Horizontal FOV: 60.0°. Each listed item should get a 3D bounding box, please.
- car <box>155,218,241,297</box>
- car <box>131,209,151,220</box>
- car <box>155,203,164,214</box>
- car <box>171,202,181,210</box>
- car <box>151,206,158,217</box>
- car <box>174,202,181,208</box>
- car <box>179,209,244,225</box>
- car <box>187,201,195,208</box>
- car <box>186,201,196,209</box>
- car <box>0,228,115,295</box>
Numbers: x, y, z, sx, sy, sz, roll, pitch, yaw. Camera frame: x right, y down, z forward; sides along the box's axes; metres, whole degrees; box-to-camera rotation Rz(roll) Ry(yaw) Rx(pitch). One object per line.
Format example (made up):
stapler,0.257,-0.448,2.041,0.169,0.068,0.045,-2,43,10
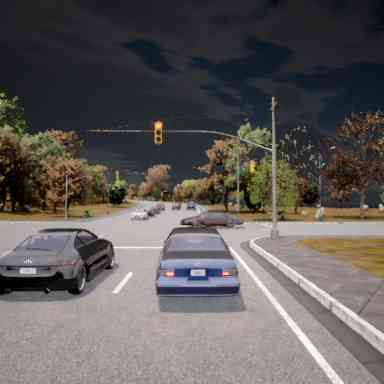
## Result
car,0.068,1.645,8.894,2.033,1.411,5.357,0,-1,-1
car,-7.234,3.138,46.198,1.812,1.442,4.674,0,-2,0
car,-7.218,3.525,64.965,2.033,1.411,5.357,0,0,0
car,-3.718,3.473,78.235,1.812,1.442,4.674,0,0,0
car,-7.242,3.461,55.218,1.895,1.301,4.718,0,-1,0
car,-3.863,3.414,88.211,1.837,1.490,4.892,0,0,-4
car,1.675,2.367,28.163,5.357,1.411,2.033,1,-3,-18
car,-0.340,3.229,87.954,1.882,1.535,5.008,0,0,-4
car,-0.217,3.298,77.775,2.097,1.767,4.553,0,0,0
car,-3.446,1.664,9.001,1.994,1.385,4.181,0,-1,0
